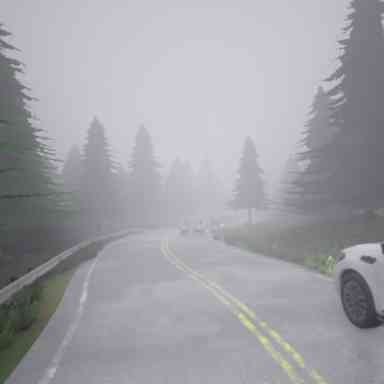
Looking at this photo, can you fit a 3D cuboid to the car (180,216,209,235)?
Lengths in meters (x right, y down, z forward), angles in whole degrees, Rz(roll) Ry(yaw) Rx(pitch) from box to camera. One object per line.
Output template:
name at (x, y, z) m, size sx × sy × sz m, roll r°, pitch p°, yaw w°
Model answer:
car at (0.149, 3.027, 28.944) m, size 1.895 × 1.301 × 4.718 m, roll -1°, pitch -3°, yaw 5°

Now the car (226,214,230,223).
car at (5.107, 4.467, 56.505) m, size 2.128 × 1.511 × 4.902 m, roll -1°, pitch -3°, yaw 21°

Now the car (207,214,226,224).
car at (2.102, 3.604, 39.705) m, size 2.033 × 1.411 × 5.357 m, roll -1°, pitch -3°, yaw 18°

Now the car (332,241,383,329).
car at (3.970, 1.201, 4.027) m, size 2.150 × 2.045 × 5.566 m, roll -1°, pitch -1°, yaw -7°
